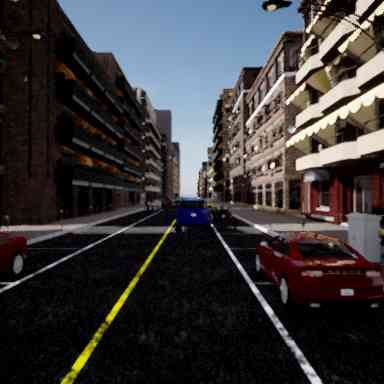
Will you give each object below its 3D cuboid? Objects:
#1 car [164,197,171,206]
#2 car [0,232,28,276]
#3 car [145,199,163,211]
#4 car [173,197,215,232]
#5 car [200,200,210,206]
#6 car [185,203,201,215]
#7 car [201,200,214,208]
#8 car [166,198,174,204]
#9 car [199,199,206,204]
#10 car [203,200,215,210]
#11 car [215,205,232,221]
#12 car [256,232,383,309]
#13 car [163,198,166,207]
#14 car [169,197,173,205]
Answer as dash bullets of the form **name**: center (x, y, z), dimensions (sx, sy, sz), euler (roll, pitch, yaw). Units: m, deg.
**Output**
- **car**: center (-5.674, 2.176, 64.362), dimensions (1.887, 1.381, 4.507), euler (0, -1, 0)
- **car**: center (-5.687, 1.625, 8.003), dimensions (1.887, 1.381, 4.507), euler (0, -1, 0)
- **car**: center (-5.678, 2.018, 47.453), dimensions (2.008, 1.369, 4.403), euler (0, -1, 0)
- **car**: center (0.105, 1.443, 22.040), dimensions (2.150, 2.045, 5.566), euler (0, 0, 0)
- **car**: center (2.708, 2.269, 69.992), dimensions (1.802, 1.307, 4.206), euler (0, -1, 0)
- **car**: center (0.110, 2.006, 41.022), dimensions (1.895, 1.301, 4.718), euler (0, -1, 0)
- **car**: center (2.705, 2.143, 58.720), dimensions (1.947, 1.339, 4.313), euler (0, -1, 0)
- **car**: center (-5.668, 2.375, 86.736), dimensions (1.752, 1.417, 4.829), euler (0, -1, 0)
- **car**: center (2.713, 2.434, 86.900), dimensions (1.802, 1.307, 4.206), euler (0, -1, 0)
- **car**: center (2.705, 2.050, 53.254), dimensions (1.752, 1.417, 4.829), euler (0, -1, 0)
- **car**: center (2.699, 1.854, 30.540), dimensions (2.008, 1.369, 4.403), euler (0, -1, 0)
- **car**: center (2.693, 1.626, 7.997), dimensions (1.887, 1.381, 4.507), euler (0, -1, 0)
- **car**: center (-5.677, 2.072, 53.090), dimensions (2.008, 1.369, 4.403), euler (0, -1, 0)
- **car**: center (-5.670, 2.056, 75.637), dimensions (2.192, 1.841, 5.009), euler (0, -1, 0)
